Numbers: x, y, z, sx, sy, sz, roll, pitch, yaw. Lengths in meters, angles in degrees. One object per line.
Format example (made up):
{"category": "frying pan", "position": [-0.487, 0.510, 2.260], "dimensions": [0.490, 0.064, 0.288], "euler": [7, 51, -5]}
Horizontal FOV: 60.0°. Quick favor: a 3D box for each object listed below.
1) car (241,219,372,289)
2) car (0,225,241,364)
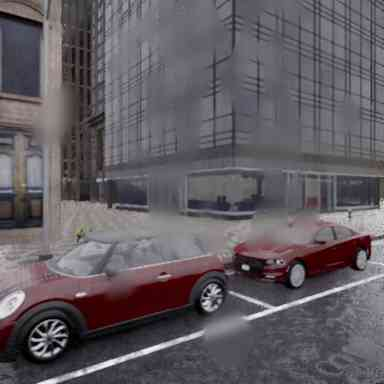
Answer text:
{"category": "car", "position": [3.065, 1.465, 8.941], "dimensions": [4.507, 1.381, 1.887], "euler": [-1, 1, -35]}
{"category": "car", "position": [-1.379, 1.417, 5.769], "dimensions": [4.097, 1.590, 1.967], "euler": [-1, 1, -35]}
